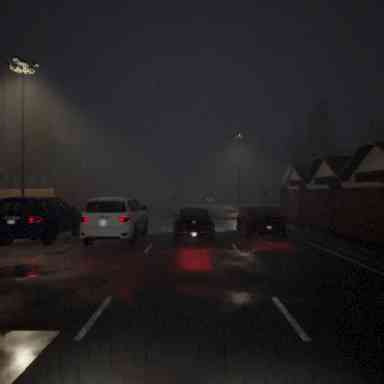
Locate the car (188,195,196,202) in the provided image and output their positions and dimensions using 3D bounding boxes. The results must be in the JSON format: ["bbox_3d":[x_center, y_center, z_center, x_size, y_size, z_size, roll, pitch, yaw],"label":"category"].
[{"bbox_3d":[-0.004,1.444,76.964,1.812,1.442,4.674,0,0,0],"label":"car"}]

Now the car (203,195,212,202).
[{"bbox_3d":[3.496,1.420,76.964,1.837,1.490,4.892,0,0,0],"label":"car"}]

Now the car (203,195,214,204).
[{"bbox_3d":[3.497,1.587,66.960,1.812,1.442,4.674,0,0,0],"label":"car"}]

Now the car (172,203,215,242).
[{"bbox_3d":[0.093,1.521,16.413,1.837,1.490,4.892,0,0,0],"label":"car"}]

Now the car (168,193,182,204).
[{"bbox_3d":[-3.503,1.285,66.575,2.150,2.045,5.566,0,0,0],"label":"car"}]

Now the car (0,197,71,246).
[{"bbox_3d":[-6.907,1.237,15.441,2.150,2.045,5.566,0,0,0],"label":"car"}]

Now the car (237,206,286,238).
[{"bbox_3d":[3.595,1.494,17.916,1.882,1.535,5.008,0,0,0],"label":"car"}]

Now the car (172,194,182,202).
[{"bbox_3d":[-3.504,1.276,76.934,2.097,1.767,4.553,0,0,0],"label":"car"}]

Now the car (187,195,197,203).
[{"bbox_3d":[-0.003,1.663,66.990,1.895,1.301,4.718,0,0,0],"label":"car"}]

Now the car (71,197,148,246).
[{"bbox_3d":[-3.406,1.237,15.405,2.150,2.045,5.566,0,0,0],"label":"car"}]

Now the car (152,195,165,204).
[{"bbox_3d":[-7.003,1.587,66.960,1.812,1.442,4.674,0,0,0],"label":"car"}]
